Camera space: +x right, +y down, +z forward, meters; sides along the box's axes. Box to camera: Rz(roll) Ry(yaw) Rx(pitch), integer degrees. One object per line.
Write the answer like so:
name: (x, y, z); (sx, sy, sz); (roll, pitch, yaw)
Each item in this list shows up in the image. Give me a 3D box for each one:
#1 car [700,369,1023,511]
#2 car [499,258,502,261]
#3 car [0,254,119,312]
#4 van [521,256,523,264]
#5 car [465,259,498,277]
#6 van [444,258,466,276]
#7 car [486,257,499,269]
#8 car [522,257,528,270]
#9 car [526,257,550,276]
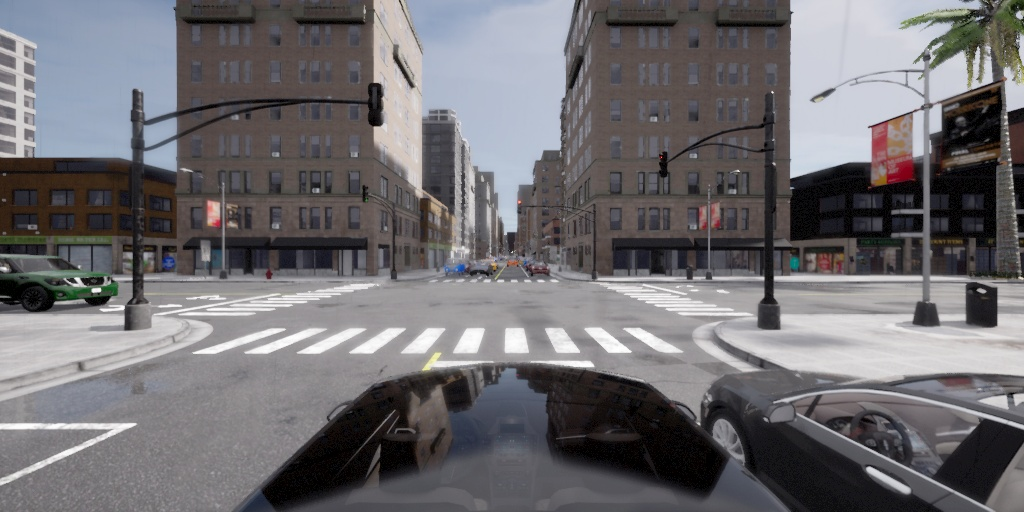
car: (2.668, 1.300, 1.763); (2.007, 1.370, 4.403); (0, 0, 0)
car: (-2.969, 1.345, 56.241); (1.895, 1.301, 4.718); (0, 0, 0)
car: (-18.522, 0.947, 13.578); (5.566, 2.045, 2.150); (0, 0, 0)
van: (2.798, 1.085, 59.090); (1.690, 1.789, 3.998); (0, 0, 0)
car: (-2.997, 1.294, 36.621); (2.033, 1.411, 5.357); (0, 0, 4)
van: (-5.783, 1.087, 36.431); (1.690, 1.789, 3.998); (0, 0, 0)
car: (-3.001, 1.224, 46.323); (1.882, 1.535, 5.008); (0, 0, 0)
car: (2.771, 1.186, 47.751); (1.967, 1.591, 4.097); (0, 0, 0)
car: (2.743, 1.186, 36.413); (1.967, 1.591, 4.097); (0, 0, 0)
